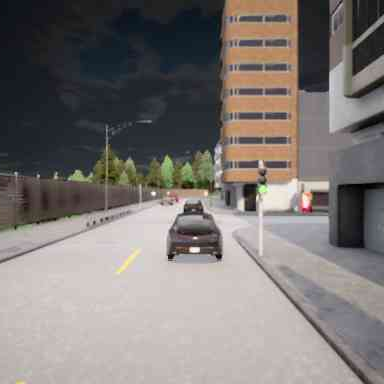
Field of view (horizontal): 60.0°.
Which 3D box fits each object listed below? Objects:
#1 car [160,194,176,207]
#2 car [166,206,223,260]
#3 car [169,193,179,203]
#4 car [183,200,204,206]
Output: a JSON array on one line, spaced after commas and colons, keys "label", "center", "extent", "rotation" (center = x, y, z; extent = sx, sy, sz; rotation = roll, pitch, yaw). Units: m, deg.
[{"label": "car", "center": [-3.989, 1.526, 52.861], "extent": [1.812, 1.442, 4.674], "rotation": [0, 0, 0]}, {"label": "car", "center": [0.096, 1.505, 12.497], "extent": [1.837, 1.490, 4.892], "rotation": [0, 0, 0]}, {"label": "car", "center": [-3.899, 1.225, 68.170], "extent": [2.150, 2.045, 5.566], "rotation": [0, 0, 0]}, {"label": "car", "center": [0.140, 1.478, 32.306], "extent": [1.882, 1.535, 5.008], "rotation": [0, 0, 0]}]
